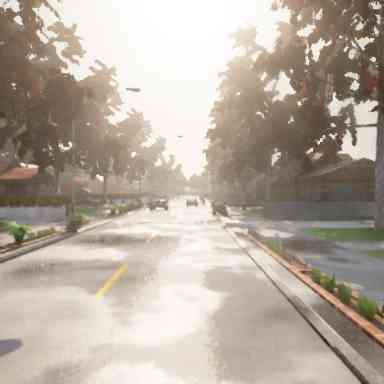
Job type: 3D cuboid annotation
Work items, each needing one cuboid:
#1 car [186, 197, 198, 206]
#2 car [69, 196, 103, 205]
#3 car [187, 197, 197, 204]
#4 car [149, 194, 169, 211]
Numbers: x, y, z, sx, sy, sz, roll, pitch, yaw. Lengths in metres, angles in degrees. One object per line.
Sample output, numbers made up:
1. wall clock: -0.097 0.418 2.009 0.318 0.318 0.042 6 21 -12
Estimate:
1. car: 0.008 1.639 54.635 1.994 1.385 4.181 0 0 0
2. car: -16.631 1.396 51.511 5.357 1.415 2.033 0 0 0
3. car: 0.010 1.658 64.671 1.994 1.385 4.181 0 0 0
4. car: -4.071 1.281 42.029 2.150 2.045 5.566 0 0 0
